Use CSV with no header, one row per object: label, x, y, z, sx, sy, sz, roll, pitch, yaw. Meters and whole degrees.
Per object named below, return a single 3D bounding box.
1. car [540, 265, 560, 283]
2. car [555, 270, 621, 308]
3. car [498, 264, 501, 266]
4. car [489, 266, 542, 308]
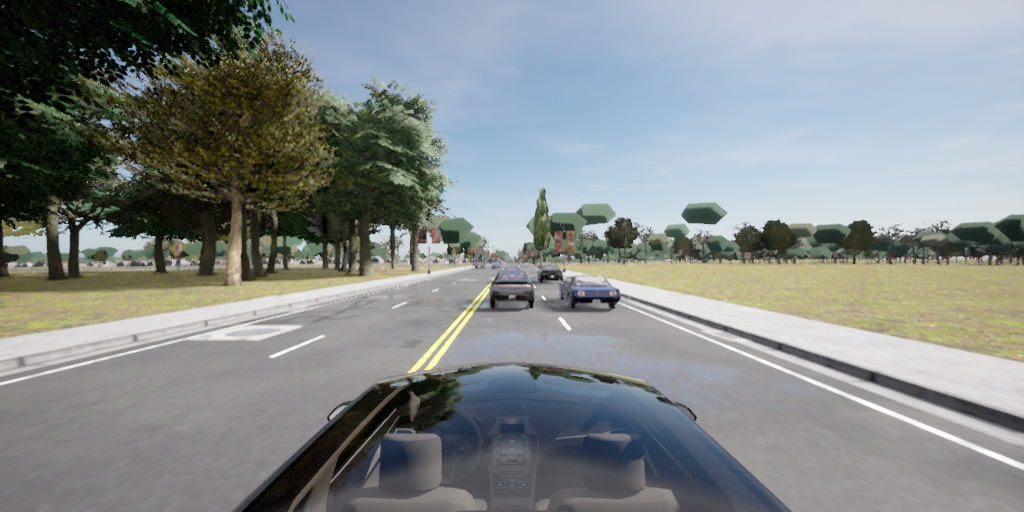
car,3.254,1.509,31.332,1.882,1.535,5.008,0,0,0
car,3.251,1.484,15.961,1.895,1.301,4.718,0,-1,0
car,0.003,1.594,31.141,1.994,1.385,4.181,0,-1,0
car,0.003,1.378,16.147,2.128,1.511,4.902,0,0,0
